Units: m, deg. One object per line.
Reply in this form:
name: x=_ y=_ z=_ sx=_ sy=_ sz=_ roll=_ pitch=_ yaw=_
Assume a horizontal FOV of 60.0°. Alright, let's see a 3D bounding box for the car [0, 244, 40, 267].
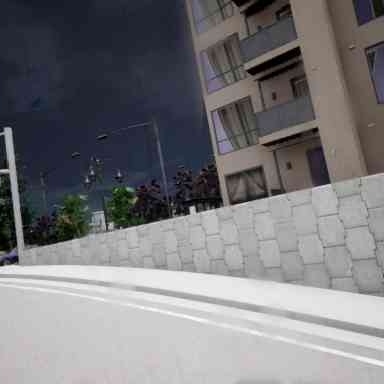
car: x=-15.510 y=5.654 z=29.606 sx=2.097 sy=1.767 sz=4.553 roll=-15 pitch=-9 yaw=35
